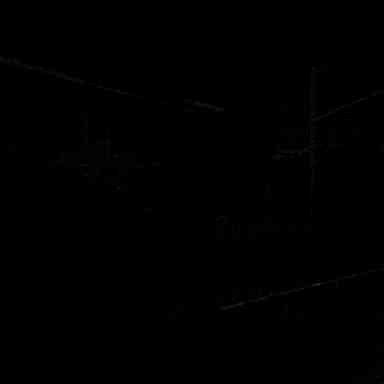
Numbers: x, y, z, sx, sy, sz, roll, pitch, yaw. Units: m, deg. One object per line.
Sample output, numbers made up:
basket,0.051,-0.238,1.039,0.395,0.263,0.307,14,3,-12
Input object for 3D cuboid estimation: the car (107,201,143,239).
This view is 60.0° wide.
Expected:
car,-4.288,1.447,18.384,1.905,1.878,3.866,1,0,-36

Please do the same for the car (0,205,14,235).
car,-11.417,1.524,18.646,2.242,1.667,4.611,1,0,-36
